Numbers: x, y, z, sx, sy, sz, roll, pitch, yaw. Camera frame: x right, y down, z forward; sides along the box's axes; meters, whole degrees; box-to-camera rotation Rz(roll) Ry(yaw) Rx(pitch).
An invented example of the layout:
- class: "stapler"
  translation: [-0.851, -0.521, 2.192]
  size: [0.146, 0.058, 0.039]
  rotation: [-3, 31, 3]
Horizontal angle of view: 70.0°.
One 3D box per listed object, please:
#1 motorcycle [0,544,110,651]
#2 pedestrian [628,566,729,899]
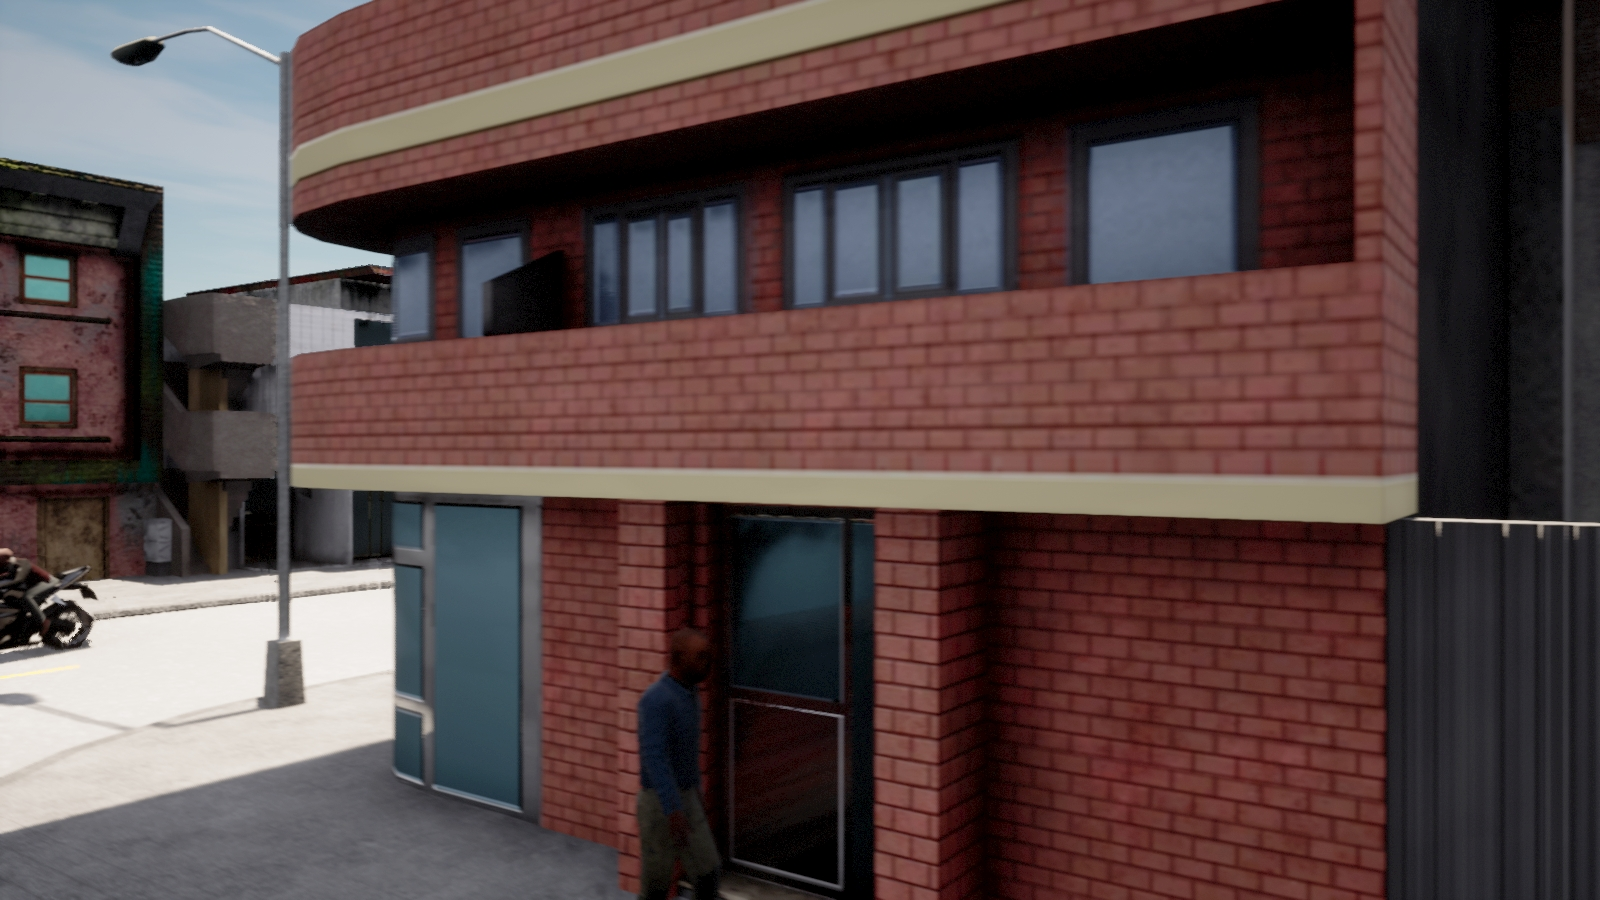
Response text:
- class: "motorcycle"
  translation: [-10.650, 1.986, 15.366]
  size: [0.867, 1.251, 2.209]
  rotation: [0, 0, 27]
- class: "pedestrian"
  translation: [-0.593, 1.524, 5.632]
  size: [0.375, 1.860, 0.375]
  rotation: [0, 0, 19]
